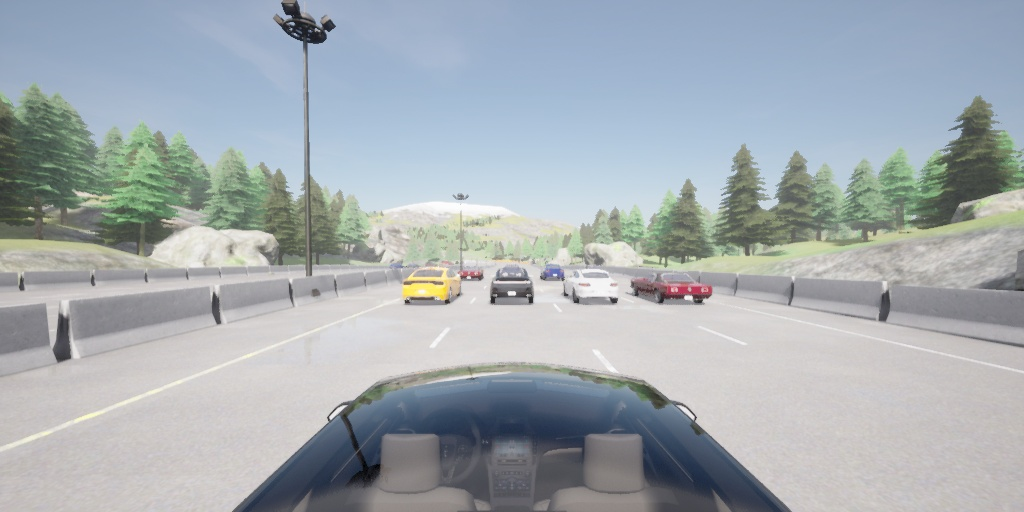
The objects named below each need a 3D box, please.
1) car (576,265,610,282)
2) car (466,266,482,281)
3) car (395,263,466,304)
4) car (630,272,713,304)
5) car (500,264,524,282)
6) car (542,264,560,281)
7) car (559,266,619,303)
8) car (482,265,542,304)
[{"bbox_3d":[7.000,1.487,31.438,1.895,1.301,4.718,0,-1,0],"label":"car"},{"bbox_3d":[-3.500,1.487,31.438,1.895,1.301,4.718,0,-1,0],"label":"car"},{"bbox_3d":[-3.500,1.247,16.396,1.882,1.535,5.008,0,0,0],"label":"car"},{"bbox_3d":[7.000,1.379,16.425,1.895,1.301,4.718,0,0,0],"label":"car"},{"bbox_3d":[0.000,1.443,31.409,1.994,1.385,4.181,0,-1,0],"label":"car"},{"bbox_3d":[3.500,1.404,31.409,1.812,1.442,4.674,0,-1,0],"label":"car"},{"bbox_3d":[3.500,1.296,16.396,1.812,1.442,4.674,0,0,0],"label":"car"},{"bbox_3d":[0.000,1.258,16.395,2.128,1.511,4.902,0,0,0],"label":"car"}]
